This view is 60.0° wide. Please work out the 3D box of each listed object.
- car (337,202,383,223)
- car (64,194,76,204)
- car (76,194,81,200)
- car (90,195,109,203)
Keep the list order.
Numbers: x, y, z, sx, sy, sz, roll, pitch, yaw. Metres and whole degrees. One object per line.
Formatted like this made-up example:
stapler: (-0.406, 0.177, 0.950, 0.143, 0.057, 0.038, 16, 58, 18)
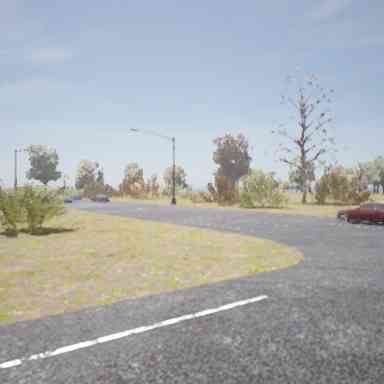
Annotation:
car: (11.837, 1.388, 21.631, 1.812, 1.442, 4.674, 0, 1, -36)
car: (-21.053, 1.252, 54.585, 1.994, 1.385, 4.181, -1, 1, -36)
car: (-26.068, 1.080, 73.138, 2.033, 1.411, 5.357, 0, 1, -36)
car: (-16.941, 1.177, 60.743, 2.033, 1.411, 5.357, 0, 1, -36)
